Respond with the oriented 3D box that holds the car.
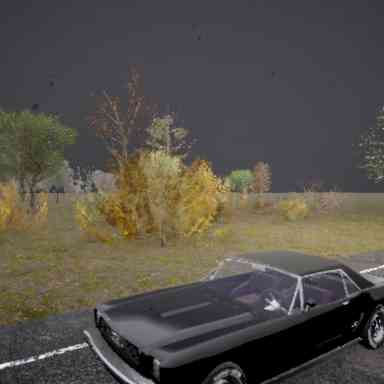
[{"bbox_3d":[1.033,1.600,4.692,4.718,1.301,1.895,0,0,-35],"label":"car"}]
